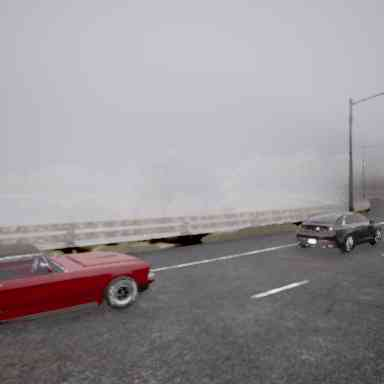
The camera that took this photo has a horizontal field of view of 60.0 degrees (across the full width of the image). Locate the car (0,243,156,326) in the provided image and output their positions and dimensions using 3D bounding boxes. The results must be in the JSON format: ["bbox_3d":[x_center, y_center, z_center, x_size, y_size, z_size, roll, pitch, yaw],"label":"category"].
[{"bbox_3d":[-3.084,1.629,6.175,4.718,1.301,1.895,0,0,-36],"label":"car"}]

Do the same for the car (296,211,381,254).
[{"bbox_3d":[6.174,1.534,13.778,4.892,1.490,1.837,-1,0,-42],"label":"car"}]
